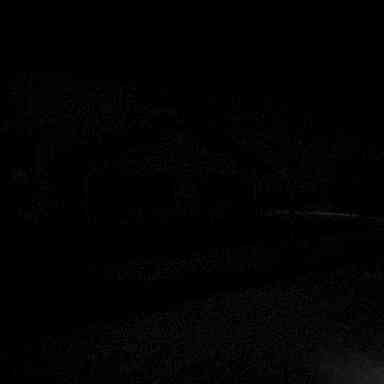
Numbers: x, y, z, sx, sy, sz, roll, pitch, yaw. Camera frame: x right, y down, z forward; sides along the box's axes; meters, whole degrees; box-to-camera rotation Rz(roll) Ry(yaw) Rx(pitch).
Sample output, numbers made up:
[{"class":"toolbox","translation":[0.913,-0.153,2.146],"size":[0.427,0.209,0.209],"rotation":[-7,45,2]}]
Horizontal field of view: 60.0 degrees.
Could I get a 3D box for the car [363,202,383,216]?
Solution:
[{"class":"car","translation":[17.969,1.491,29.862],"size":[2.128,1.511,4.902],"rotation":[0,0,-34]}]
